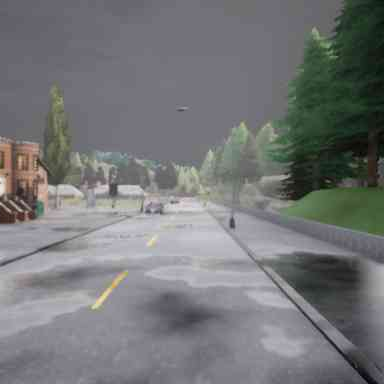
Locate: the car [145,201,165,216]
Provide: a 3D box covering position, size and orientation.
[{"bbox_3d":[-4.081,1.791,37.275,2.128,1.511,4.902,0,-1,0],"label":"car"}]

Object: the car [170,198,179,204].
[{"bbox_3d":[-4.026,2.099,77.634,1.882,1.535,5.008,0,0,0],"label":"car"}]
